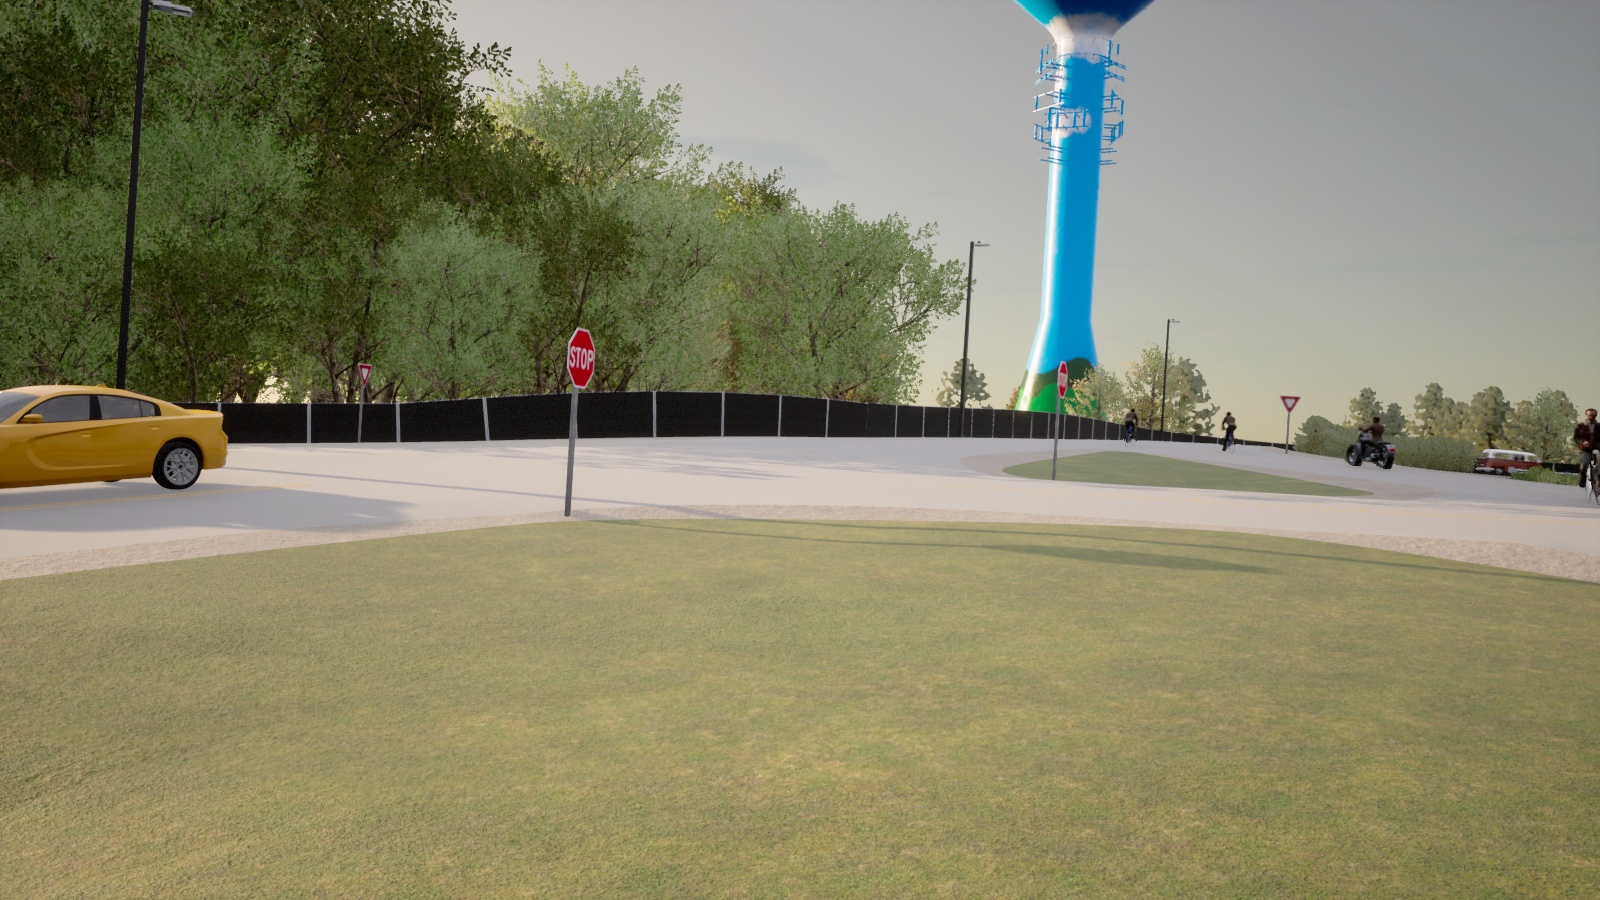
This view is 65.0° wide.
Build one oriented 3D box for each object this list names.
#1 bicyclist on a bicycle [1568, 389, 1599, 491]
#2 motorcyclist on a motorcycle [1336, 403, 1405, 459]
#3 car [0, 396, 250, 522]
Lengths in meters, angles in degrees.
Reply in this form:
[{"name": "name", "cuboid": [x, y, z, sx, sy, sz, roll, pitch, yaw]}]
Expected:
[{"name": "bicyclist on a bicycle", "cuboid": [14.465, -0.192, 22.828, 0.659, 1.776, 1.843, -1, 1, 26]}, {"name": "motorcyclist on a motorcycle", "cuboid": [17.549, -0.622, 38.698, 0.766, 1.649, 2.350, 2, 2, -7]}, {"name": "car", "cuboid": [-10.567, 0.063, 17.677, 1.882, 1.535, 5.008, 2, 4, 30]}]
